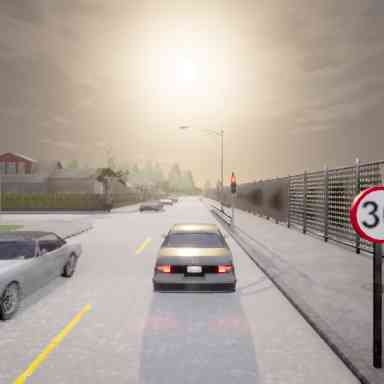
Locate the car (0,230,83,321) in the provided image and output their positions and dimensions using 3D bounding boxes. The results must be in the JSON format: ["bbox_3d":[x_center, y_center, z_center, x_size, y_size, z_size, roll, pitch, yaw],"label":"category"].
[{"bbox_3d":[-4.087,1.601,7.410,1.895,1.301,4.718,0,0,0],"label":"car"}]

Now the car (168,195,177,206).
[{"bbox_3d":[-3.996,1.547,53.240,2.033,1.411,5.357,0,0,0],"label":"car"}]

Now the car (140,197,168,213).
[{"bbox_3d":[-4.438,1.565,37.339,1.994,1.385,4.181,0,0,8],"label":"car"}]

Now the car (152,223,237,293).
[{"bbox_3d":[0.070,1.547,8.967,2.033,1.411,5.357,0,0,1],"label":"car"}]
